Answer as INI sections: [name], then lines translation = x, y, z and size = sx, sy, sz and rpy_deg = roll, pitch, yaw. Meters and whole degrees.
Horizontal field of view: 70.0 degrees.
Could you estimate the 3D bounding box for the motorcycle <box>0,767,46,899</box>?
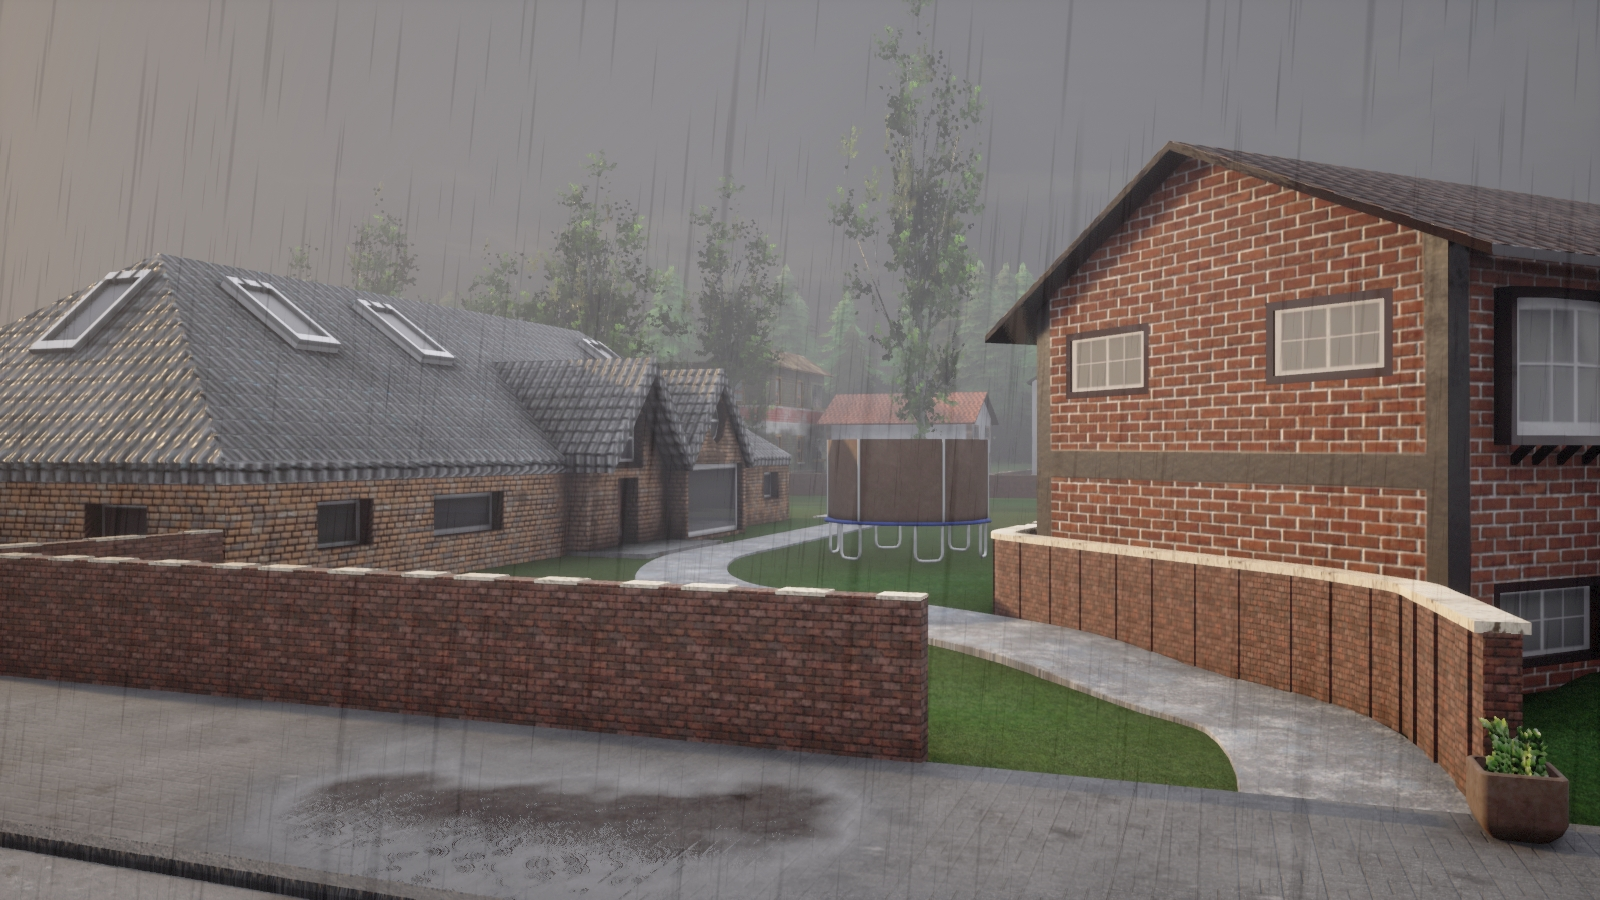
[motorcycle]
translation = -4.785, 2.186, 5.575
size = 2.033, 1.199, 0.803
rpy_deg = 0, 0, 20
